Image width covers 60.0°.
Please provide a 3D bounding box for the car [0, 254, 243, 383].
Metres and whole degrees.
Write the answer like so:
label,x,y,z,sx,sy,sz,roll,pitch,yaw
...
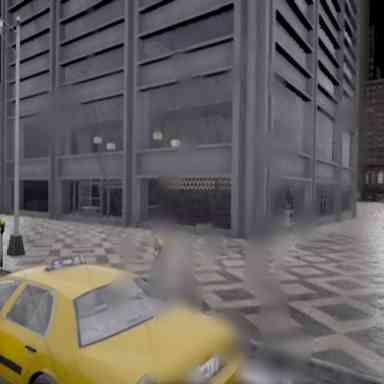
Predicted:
label,x,y,z,sx,sy,sz,roll,pitch,yaw
car,-1.760,1.480,4.221,4.829,1.417,1.752,1,1,36
